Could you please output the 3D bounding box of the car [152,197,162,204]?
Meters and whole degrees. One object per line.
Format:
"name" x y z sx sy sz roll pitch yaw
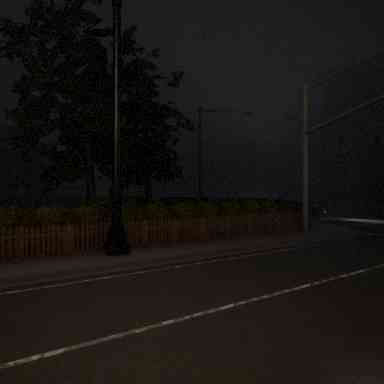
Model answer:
"car" -4.577 1.548 52.800 2.033 1.411 5.357 0 0 -34

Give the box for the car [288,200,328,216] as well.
"car" 10.266 1.491 31.192 2.128 1.511 4.902 0 0 -35

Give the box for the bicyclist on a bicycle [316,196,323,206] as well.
"bicyclist on a bicycle" 16.101 1.303 42.071 1.656 1.620 0.582 0 0 -35
